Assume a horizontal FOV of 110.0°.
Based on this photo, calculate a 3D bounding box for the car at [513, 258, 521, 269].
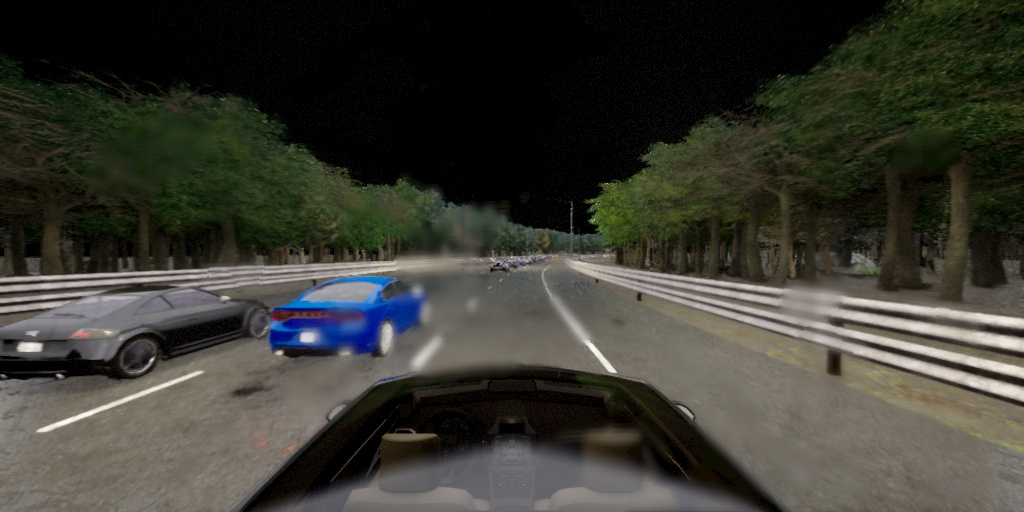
[{"bbox_3d":[-0.175,1.201,54.737,1.812,1.442,4.674,0,0,7],"label":"car"}]

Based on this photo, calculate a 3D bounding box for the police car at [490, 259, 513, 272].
[{"bbox_3d":[-1.422,1.195,43.951,2.038,1.542,4.974,0,0,6],"label":"police car"}]

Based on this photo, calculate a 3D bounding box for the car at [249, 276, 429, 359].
[{"bbox_3d":[-3.338,1.204,8.428,1.882,1.535,5.008,0,0,1],"label":"car"}]

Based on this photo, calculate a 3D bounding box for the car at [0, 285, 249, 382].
[{"bbox_3d":[-6.847,1.267,7.121,1.994,1.385,4.181,0,0,1],"label":"car"}]
